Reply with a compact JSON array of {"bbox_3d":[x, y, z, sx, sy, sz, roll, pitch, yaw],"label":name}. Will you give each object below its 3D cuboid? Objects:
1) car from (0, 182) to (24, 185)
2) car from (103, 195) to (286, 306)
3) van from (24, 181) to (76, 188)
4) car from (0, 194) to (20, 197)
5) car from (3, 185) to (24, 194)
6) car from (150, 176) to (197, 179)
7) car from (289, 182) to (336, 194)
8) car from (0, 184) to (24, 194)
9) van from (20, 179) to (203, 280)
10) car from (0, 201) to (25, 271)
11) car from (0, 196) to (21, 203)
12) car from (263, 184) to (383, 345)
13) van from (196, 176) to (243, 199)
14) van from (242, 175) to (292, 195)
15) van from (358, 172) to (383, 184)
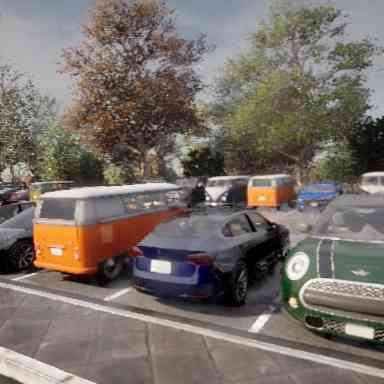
[{"bbox_3d":[-19.312,0.053,33.715,2.435,2.045,5.566,0,4,30],"label":"car"},{"bbox_3d":[0.677,1.067,7.234,2.163,1.488,4.792,0,4,30],"label":"car"},{"bbox_3d":[-12.037,0.039,29.696,1.878,1.987,4.442,0,4,30],"label":"van"},{"bbox_3d":[-8.977,1.110,12.724,2.163,1.488,4.792,0,4,30],"label":"car"},{"bbox_3d":[-14.378,0.322,30.927,2.002,1.452,4.674,0,4,30],"label":"car"},{"bbox_3d":[0.003,-0.026,22.595,2.435,2.045,5.566,0,4,30],"label":"car"},{"bbox_3d":[7.230,0.193,18.492,2.097,1.535,5.008,0,4,30],"label":"car"},{"bbox_3d":[-16.783,0.291,32.304,2.097,1.535,5.008,0,4,30],"label":"car"},{"bbox_3d":[-1.695,0.816,8.681,1.878,1.987,4.442,0,4,30],"label":"van"},{"bbox_3d":[-4.165,1.090,9.954,2.163,1.488,4.792,0,4,30],"label":"car"},{"bbox_3d":[-6.571,1.100,11.339,2.163,1.488,4.792,0,4,30],"label":"car"},{"bbox_3d":[3.076,0.905,5.844,2.185,1.767,4.553,0,4,30],"label":"car"},{"bbox_3d":[2.360,-0.005,21.138,1.878,1.987,4.442,0,4,30],"label":"van"},{"bbox_3d":[4.877,-0.030,19.958,1.878,1.987,4.442,0,4,30],"label":"van"},{"bbox_3d":[9.581,-0.032,16.992,1.878,1.987,4.442,0,4,30],"label":"van"}]
